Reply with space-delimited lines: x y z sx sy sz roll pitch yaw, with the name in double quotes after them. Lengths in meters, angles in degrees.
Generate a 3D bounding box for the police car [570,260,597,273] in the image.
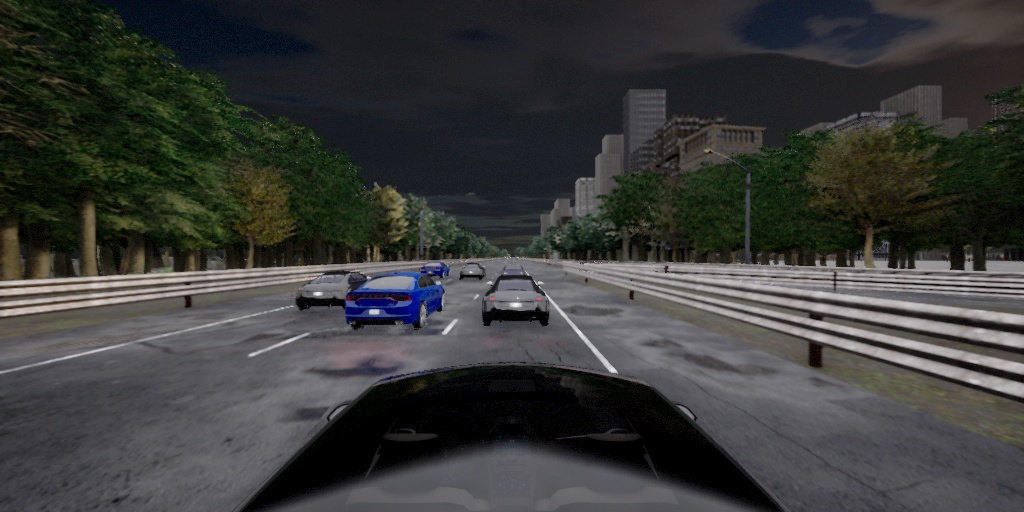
9.111 1.316 45.238 2.038 1.542 4.974 0 0 -21 "police car"

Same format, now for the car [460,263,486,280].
-3.393 1.317 31.616 1.994 1.385 4.181 0 0 0 "car"

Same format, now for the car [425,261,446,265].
-6.892 1.232 32.608 1.882 1.535 5.008 0 0 0 "car"

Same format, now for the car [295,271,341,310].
-6.896 1.315 14.752 1.994 1.385 4.181 0 0 0 "car"

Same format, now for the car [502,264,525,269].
0.107 1.353 29.673 1.895 1.301 4.718 0 0 0 "car"

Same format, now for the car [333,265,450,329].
-3.397 1.228 11.321 1.882 1.535 5.008 0 0 0 "car"

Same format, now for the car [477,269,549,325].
0.103 1.315 11.851 1.994 1.385 4.181 0 0 0 "car"
